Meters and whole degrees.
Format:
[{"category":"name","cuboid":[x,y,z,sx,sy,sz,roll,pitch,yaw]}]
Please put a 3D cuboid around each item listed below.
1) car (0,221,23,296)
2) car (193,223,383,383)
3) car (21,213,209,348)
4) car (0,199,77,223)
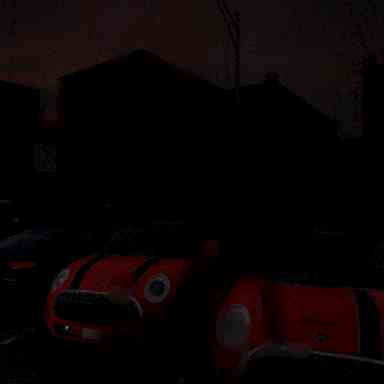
[{"category":"car","cuboid":[-3.206,1.534,8.388,2.002,1.452,4.674,0,-1,16]},{"category":"car","cuboid":[1.693,1.362,4.927,2.185,1.767,4.553,1,-1,16]},{"category":"car","cuboid":[-0.748,1.365,6.674,2.185,1.767,4.553,0,-1,16]},{"category":"car","cuboid":[-5.631,1.247,10.117,2.435,2.045,5.566,1,-1,15]}]
